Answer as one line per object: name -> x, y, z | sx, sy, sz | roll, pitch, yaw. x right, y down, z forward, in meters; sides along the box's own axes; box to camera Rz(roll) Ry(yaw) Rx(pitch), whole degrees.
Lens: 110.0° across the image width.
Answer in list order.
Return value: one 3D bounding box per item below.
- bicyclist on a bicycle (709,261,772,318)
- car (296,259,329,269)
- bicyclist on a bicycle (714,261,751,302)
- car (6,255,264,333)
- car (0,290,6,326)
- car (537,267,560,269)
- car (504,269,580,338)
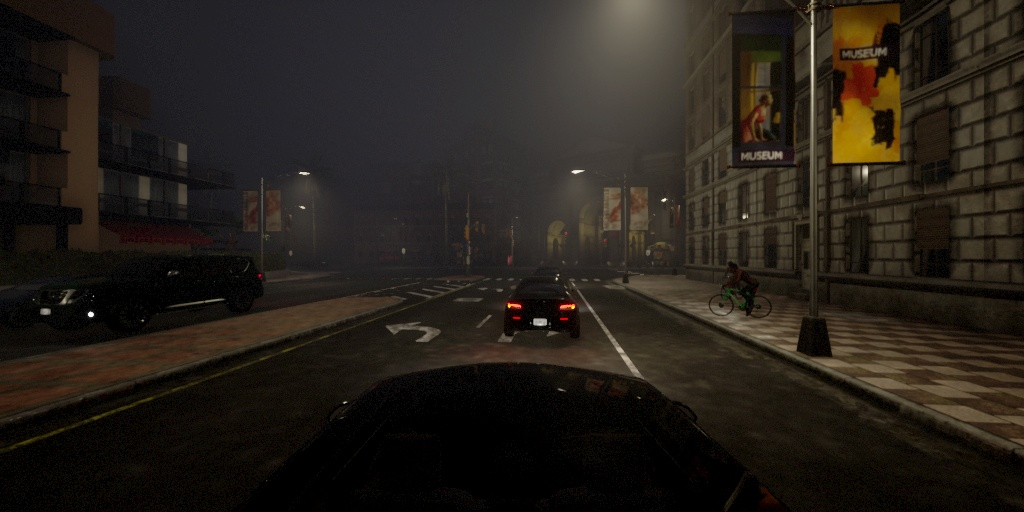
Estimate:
bicyclist on a bicycle -> 6.862, 1.050, 10.824 | 1.656, 1.620, 0.582 | 0, 0, 22
car -> -30.951, 1.237, 55.575 | 4.902, 1.511, 2.128 | 0, 0, 7
bicyclist on a bicycle -> 9.284, 1.049, 15.085 | 1.656, 1.620, 0.582 | 0, 0, -28
car -> -10.705, 0.971, 11.256 | 2.150, 2.045, 5.566 | 0, 0, 8
car -> -14.195, 1.297, 11.681 | 2.033, 1.411, 5.357 | 0, 0, 7
car -> 1.936, 1.274, 18.952 | 1.812, 1.442, 4.674 | 0, 0, 7
car -> 0.885, 1.275, 10.110 | 1.812, 1.442, 4.674 | 0, 0, 7
